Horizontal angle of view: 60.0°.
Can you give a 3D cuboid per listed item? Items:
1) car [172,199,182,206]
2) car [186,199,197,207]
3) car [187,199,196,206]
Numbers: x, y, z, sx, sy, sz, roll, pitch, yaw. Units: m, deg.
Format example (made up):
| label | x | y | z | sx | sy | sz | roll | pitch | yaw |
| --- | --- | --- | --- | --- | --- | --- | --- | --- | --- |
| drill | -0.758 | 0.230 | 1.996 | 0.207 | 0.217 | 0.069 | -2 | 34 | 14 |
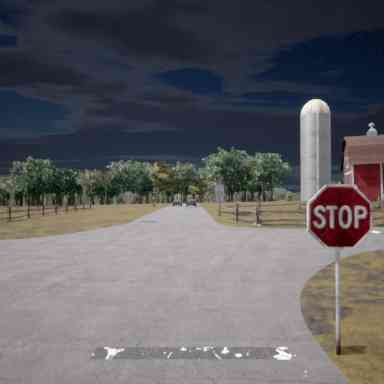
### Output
| label | x | y | z | sx | sy | sz | roll | pitch | yaw |
| --- | --- | --- | --- | --- | --- | --- | --- | --- | --- |
| car | -2.854 | 2.097 | 65.377 | 2.033 | 1.411 | 5.357 | 0 | -1 | 0 |
| car | -0.097 | 1.983 | 60.773 | 1.837 | 1.490 | 4.892 | 0 | -1 | 0 |
| car | -0.113 | 2.166 | 71.202 | 1.994 | 1.385 | 4.181 | 0 | -1 | 0 |
